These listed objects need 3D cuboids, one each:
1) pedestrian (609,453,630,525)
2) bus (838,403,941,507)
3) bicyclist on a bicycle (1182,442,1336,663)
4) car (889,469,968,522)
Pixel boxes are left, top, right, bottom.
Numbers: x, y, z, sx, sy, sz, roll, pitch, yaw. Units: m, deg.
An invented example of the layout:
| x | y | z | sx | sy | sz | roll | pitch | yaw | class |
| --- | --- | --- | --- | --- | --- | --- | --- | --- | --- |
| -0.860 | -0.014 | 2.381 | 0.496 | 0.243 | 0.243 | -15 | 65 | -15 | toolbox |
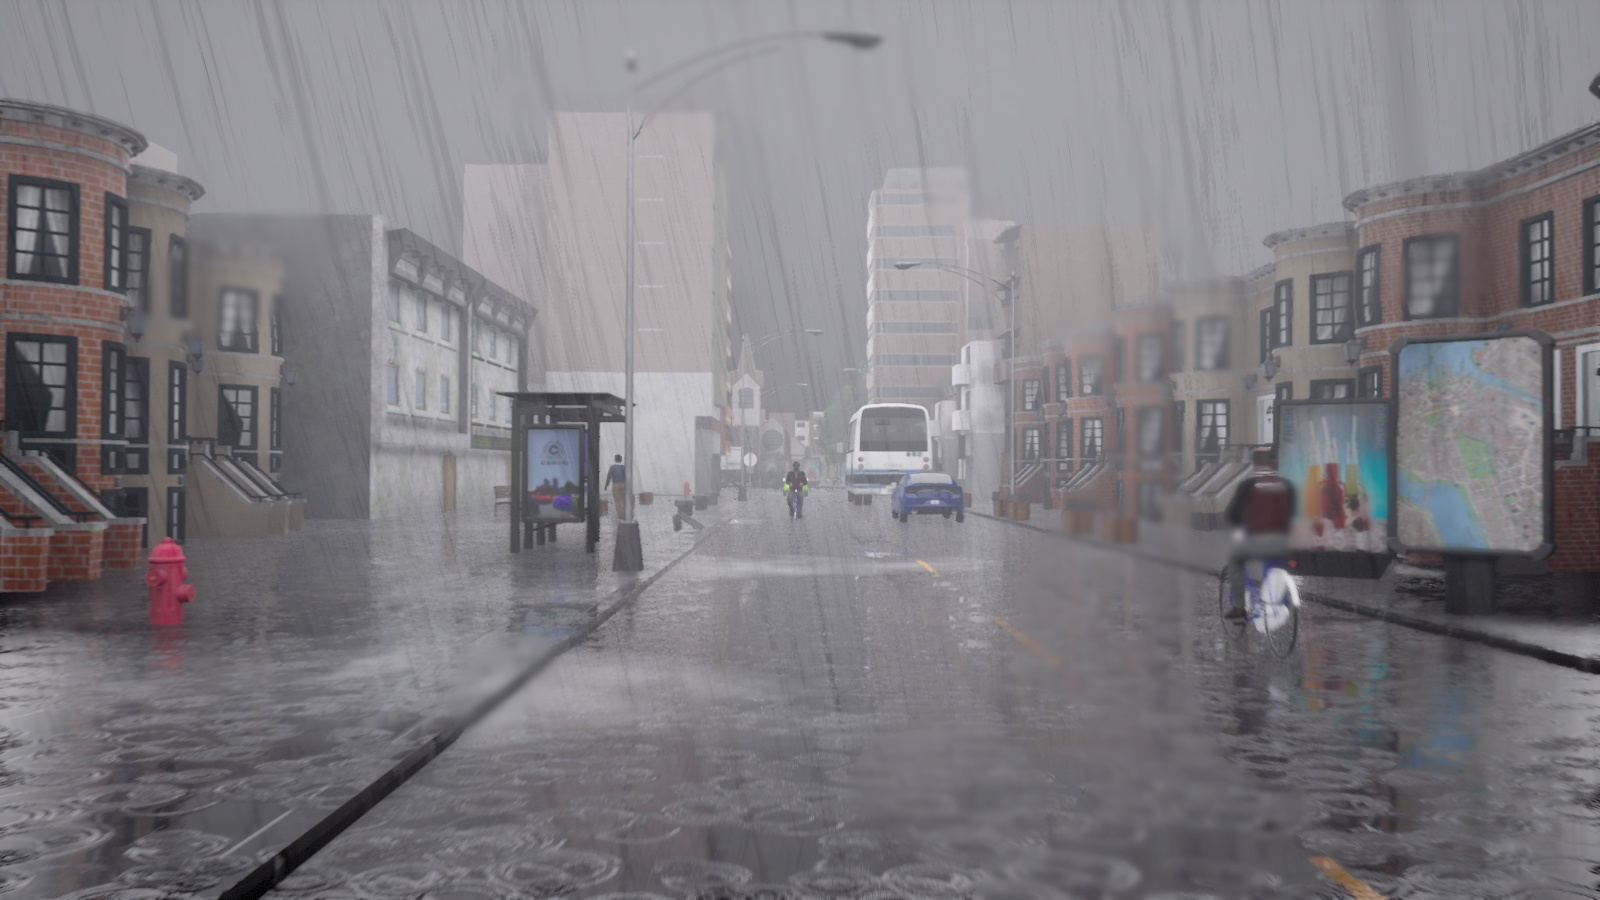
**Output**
| x | y | z | sx | sy | sz | roll | pitch | yaw | class |
| --- | --- | --- | --- | --- | --- | --- | --- | --- | --- |
| -4.963 | 1.060 | 34.506 | 0.423 | 1.949 | 0.788 | 0 | -1 | -20 | pedestrian |
| 3.824 | 0.274 | 56.765 | 3.944 | 4.253 | 10.273 | 0 | -1 | 0 | bus |
| 3.965 | 0.832 | 11.005 | 0.659 | 1.776 | 1.843 | 0 | -1 | 0 | bicyclist on a bicycle |
| 3.893 | 1.357 | 38.786 | 1.882 | 1.535 | 5.008 | 0 | -1 | 0 | car |
